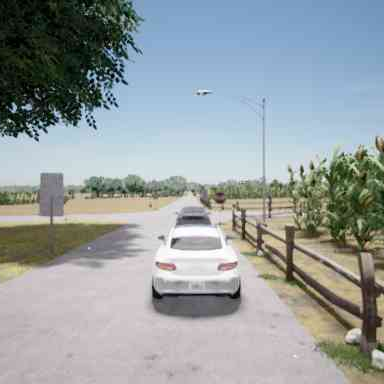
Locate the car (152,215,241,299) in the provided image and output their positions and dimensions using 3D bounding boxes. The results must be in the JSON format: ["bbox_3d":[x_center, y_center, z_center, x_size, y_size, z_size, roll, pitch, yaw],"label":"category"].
[{"bbox_3d":[0.087,1.538,8.321,1.812,1.442,4.674,0,0,0],"label":"car"}]

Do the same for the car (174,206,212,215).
[{"bbox_3d":[0.063,1.566,19.203,1.837,1.490,4.892,0,0,0],"label":"car"}]
